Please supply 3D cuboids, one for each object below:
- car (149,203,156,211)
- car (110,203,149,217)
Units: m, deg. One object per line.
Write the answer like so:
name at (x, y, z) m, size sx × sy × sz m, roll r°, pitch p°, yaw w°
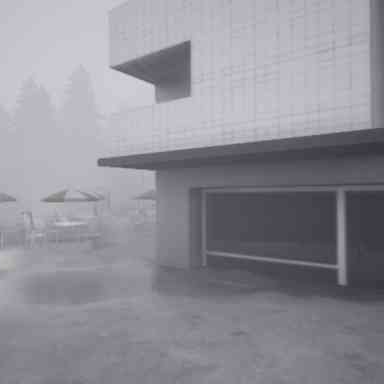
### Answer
car at (-4.138, 1.945, 47.181) m, size 2.033 × 1.411 × 5.357 m, roll -1°, pitch -1°, yaw 36°
car at (-7.414, 1.891, 35.392) m, size 2.033 × 1.411 × 5.357 m, roll -1°, pitch 0°, yaw 36°
